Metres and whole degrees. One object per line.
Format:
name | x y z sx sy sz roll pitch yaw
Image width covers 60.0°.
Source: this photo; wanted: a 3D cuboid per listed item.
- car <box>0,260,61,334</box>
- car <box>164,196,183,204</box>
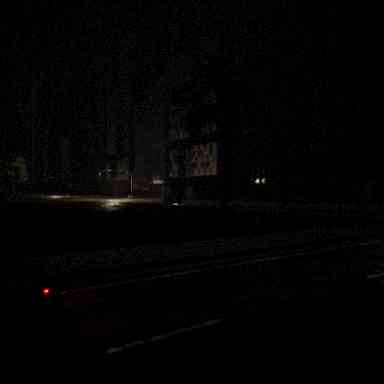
car | -4.658 1.538 4.355 5.357 1.411 2.033 1 0 -36
car | -3.480 1.488 61.529 1.837 1.490 4.892 0 -1 -36
